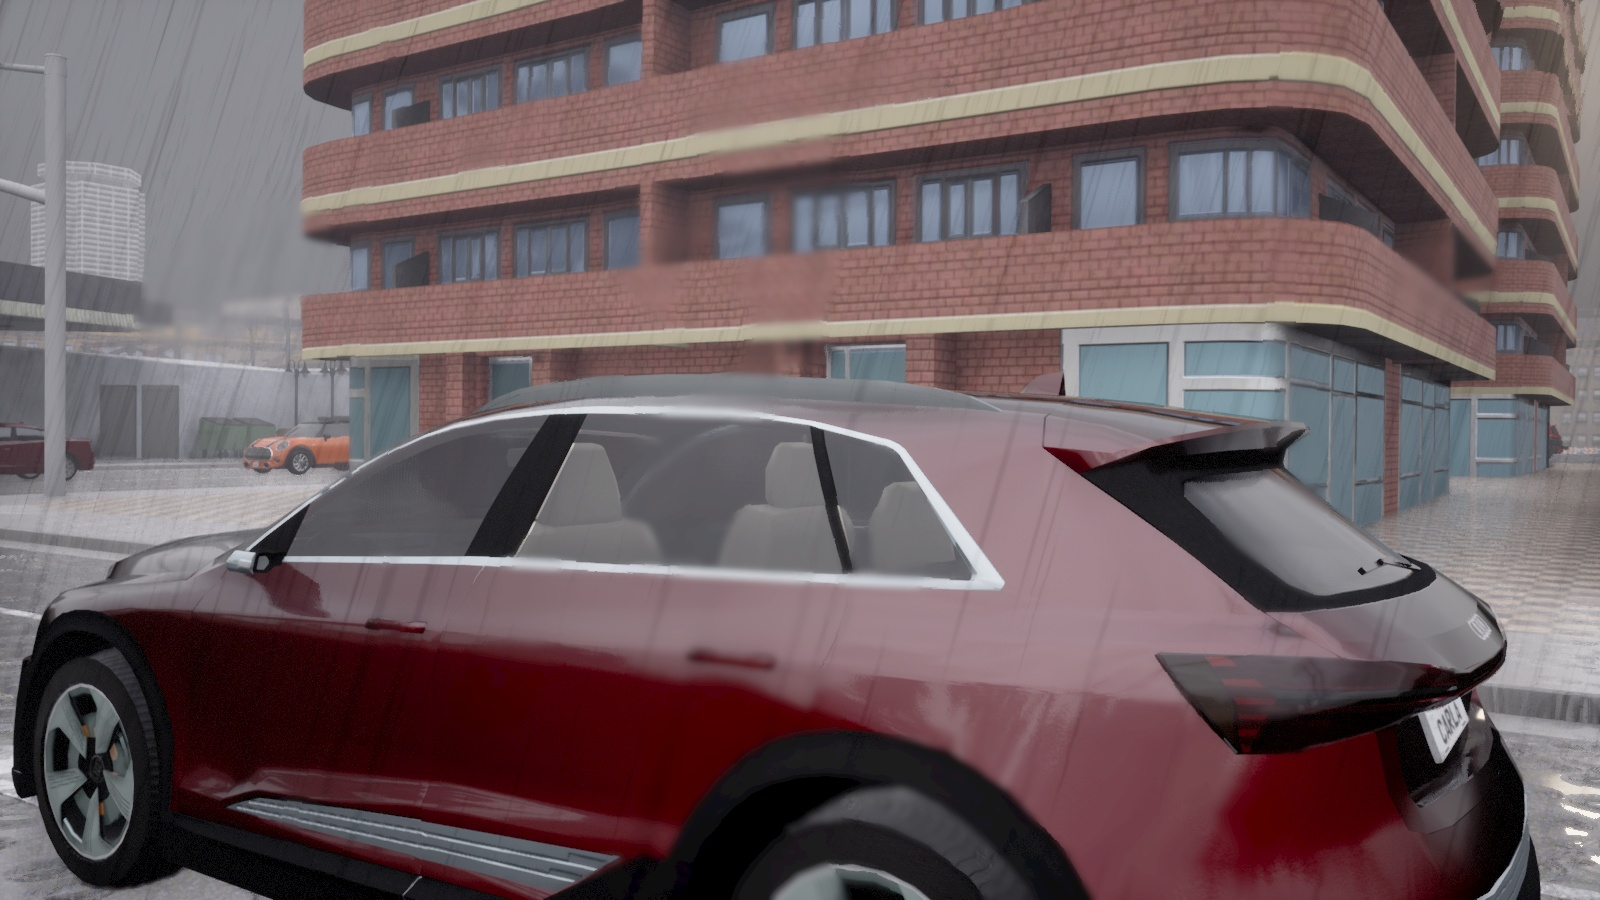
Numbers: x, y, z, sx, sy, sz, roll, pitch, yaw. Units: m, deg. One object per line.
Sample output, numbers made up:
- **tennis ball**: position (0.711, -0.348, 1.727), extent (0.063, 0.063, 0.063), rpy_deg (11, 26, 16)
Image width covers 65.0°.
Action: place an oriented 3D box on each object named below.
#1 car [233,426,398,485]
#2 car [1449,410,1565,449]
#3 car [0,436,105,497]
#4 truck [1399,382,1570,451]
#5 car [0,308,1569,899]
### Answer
- **car**: position (-15.477, 0.139, 40.337), extent (2.097, 1.767, 4.553), rpy_deg (0, 1, 33)
- **car**: position (40.025, -1.154, 71.134), extent (5.566, 2.045, 2.150), rpy_deg (-1, 0, 34)
- **car**: position (-20.793, 0.419, 32.095), extent (1.882, 1.535, 5.008), rpy_deg (0, 1, 32)
- **truck**: position (37.376, -1.785, 68.679), extent (7.936, 3.462, 2.891), rpy_deg (-1, 0, 34)
- **car**: position (-0.482, 0.609, 3.940), extent (4.856, 1.649, 2.033), rpy_deg (0, 1, 34)
